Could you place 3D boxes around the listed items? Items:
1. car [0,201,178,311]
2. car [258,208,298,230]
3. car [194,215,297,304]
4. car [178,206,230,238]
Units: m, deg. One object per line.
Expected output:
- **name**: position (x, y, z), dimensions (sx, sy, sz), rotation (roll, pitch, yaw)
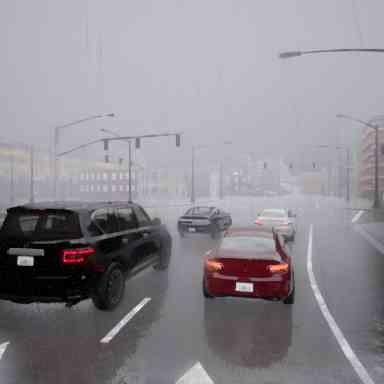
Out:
- **car**: position (-2.154, 1.222, 8.068), dimensions (2.150, 2.045, 5.566), rotation (0, 0, 12)
- **car**: position (4.203, 1.526, 16.582), dimensions (1.812, 1.442, 4.674), rotation (0, 0, 20)
- **car**: position (1.458, 1.526, 8.150), dimensions (1.812, 1.442, 4.674), rotation (0, 0, 13)
- **car**: position (0.797, 1.491, 17.316), dimensions (2.128, 1.511, 4.902), rotation (0, 0, 19)
